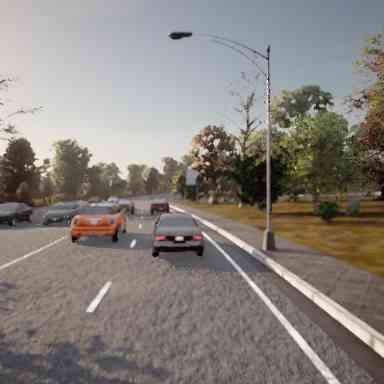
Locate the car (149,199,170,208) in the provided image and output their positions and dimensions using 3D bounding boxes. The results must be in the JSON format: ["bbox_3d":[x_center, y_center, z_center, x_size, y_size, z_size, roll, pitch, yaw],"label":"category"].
[{"bbox_3d":[-3.446,1.463,35.301,1.882,1.535,5.008,0,0,-9],"label":"car"}]

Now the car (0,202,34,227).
[{"bbox_3d":[-12.447,1.484,22.742,1.882,1.535,5.008,0,0,-7],"label":"car"}]

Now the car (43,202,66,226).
[{"bbox_3d":[-9.021,1.505,23.519,1.837,1.490,4.892,0,0,-8],"label":"car"}]

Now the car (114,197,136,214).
[{"bbox_3d":[-6.853,1.516,34.419,1.812,1.442,4.674,0,0,-9],"label":"car"}]

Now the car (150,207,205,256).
[{"bbox_3d":[-0.630,1.542,13.172,2.033,1.411,5.357,0,0,-5],"label":"car"}]

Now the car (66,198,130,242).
[{"bbox_3d":[-4.525,1.350,16.723,2.097,1.767,4.553,0,0,-6],"label":"car"}]
